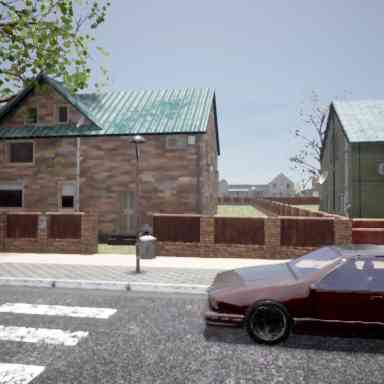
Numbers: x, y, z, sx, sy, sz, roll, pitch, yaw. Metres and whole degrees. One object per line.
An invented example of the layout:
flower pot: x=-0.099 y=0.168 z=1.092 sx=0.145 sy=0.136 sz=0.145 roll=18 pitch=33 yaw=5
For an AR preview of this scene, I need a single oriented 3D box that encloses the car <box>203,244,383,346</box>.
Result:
car: x=2.925 y=1.629 z=5.603 sx=5.357 sy=1.411 sz=2.033 roll=-1 pitch=-1 yaw=10
